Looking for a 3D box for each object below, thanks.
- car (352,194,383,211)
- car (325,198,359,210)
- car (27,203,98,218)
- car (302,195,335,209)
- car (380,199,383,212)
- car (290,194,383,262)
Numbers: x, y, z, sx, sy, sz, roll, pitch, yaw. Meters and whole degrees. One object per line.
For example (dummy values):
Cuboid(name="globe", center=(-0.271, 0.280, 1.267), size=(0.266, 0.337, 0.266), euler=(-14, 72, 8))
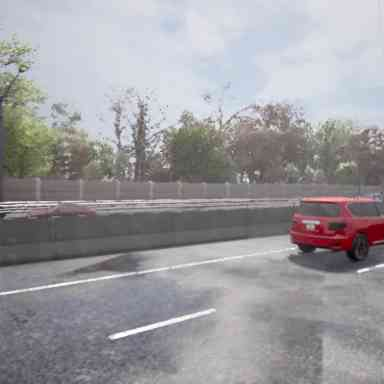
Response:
Cuboid(name="car", center=(22.511, 1.248, 41.535), size=(5.566, 2.045, 2.150), euler=(0, 0, -35))
Cuboid(name="car", center=(19.827, 1.529, 43.922), size=(4.892, 1.490, 1.837), euler=(1, 0, -35))
Cuboid(name="car", center=(-9.018, 1.525, 23.358), size=(4.674, 1.442, 1.812), euler=(0, 0, -36))
Cuboid(name="car", center=(17.764, 1.374, 46.742), size=(4.553, 1.767, 2.097), euler=(0, 0, -35))
Cuboid(name="car", center=(23.627, 1.548, 38.037), size=(4.674, 1.442, 1.812), euler=(0, 0, -35))
Cuboid(name="car", center=(6.027, 1.223, 12.349), size=(5.566, 2.045, 2.150), euler=(0, 0, -36))
